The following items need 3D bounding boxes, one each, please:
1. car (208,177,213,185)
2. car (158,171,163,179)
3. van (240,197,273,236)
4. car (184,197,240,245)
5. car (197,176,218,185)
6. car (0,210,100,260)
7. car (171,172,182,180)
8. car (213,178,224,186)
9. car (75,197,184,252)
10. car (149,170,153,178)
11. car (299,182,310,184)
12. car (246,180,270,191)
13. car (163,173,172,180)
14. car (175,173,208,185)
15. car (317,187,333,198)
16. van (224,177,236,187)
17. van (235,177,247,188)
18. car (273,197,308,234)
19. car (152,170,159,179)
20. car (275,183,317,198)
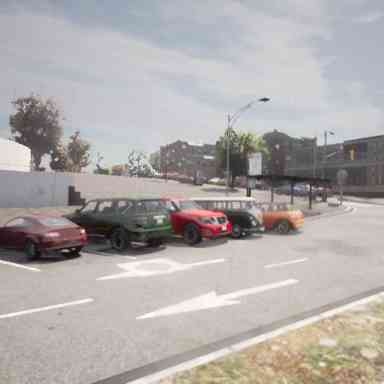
[{"bbox_3d":[5.065,-2.122,67.463,2.002,1.452,4.674,7,4,35],"label":"car"},{"bbox_3d":[-5.450,-3.929,82.146,2.185,1.767,4.553,6,3,34],"label":"car"},{"bbox_3d":[1.631,1.266,17.475,4.442,1.987,1.878,-1,-1,35],"label":"van"},{"bbox_3d":[-0.906,1.241,15.802,5.566,2.045,2.435,-1,-1,35],"label":"car"},{"bbox_3d":[3.319,-2.395,69.923,2.002,1.452,4.674,7,3,35],"label":"car"},{"bbox_3d":[-5.842,1.531,12.333,4.674,1.452,2.002,-1,-1,35],"label":"car"},{"bbox_3d":[-1.798,-3.255,77.426,1.946,1.575,5.366,7,3,34],"label":"car"},{"bbox_3d":[6.899,-1.890,65.145,1.946,1.575,5.366,7,3,35],"label":"car"},{"bbox_3d":[-3.417,1.241,14.094,5.566,2.045,2.435,-1,-1,35],"label":"car"},{"bbox_3d":[-8.958,-4.442,86.958,2.435,2.045,5.566,1,-1,34],"label":"car"},{"bbox_3d":[17.194,-0.503,50.210,2.435,2.045,5.566,7,3,35],"label":"car"},{"bbox_3d":[11.973,-1.069,57.588,2.231,1.521,4.892,7,3,35],"label":"car"},{"bbox_3d":[-3.652,-3.778,79.682,2.435,2.045,5.566,7,4,34],"label":"car"},{"bbox_3d":[-0.149,-2.024,59.180,2.033,1.411,5.357,2,4,-35],"label":"car"},{"bbox_3d":[18.889,0.060,47.740,2.002,1.452,4.674,7,3,35],"label":"car"},{"bbox_3d":[8.477,-1.841,62.416,1.878,1.987,4.442,7,4,35],"label":"van"},{"bbox_3d":[10.210,-1.568,59.948,1.878,1.987,4.442,7,4,35],"label":"van"},{"bbox_3d":[4.037,1.369,19.229,4.553,1.767,2.185,-1,-1,35],"label":"car"},{"bbox_3d":[-7.183,-4.164,84.613,2.185,1.767,4.553,4,1,33],"label":"car"},{"bbox_3d":[12.561,-0.062,41.434,1.812,1.442,4.674,2,4,-36],"label":"car"}]
